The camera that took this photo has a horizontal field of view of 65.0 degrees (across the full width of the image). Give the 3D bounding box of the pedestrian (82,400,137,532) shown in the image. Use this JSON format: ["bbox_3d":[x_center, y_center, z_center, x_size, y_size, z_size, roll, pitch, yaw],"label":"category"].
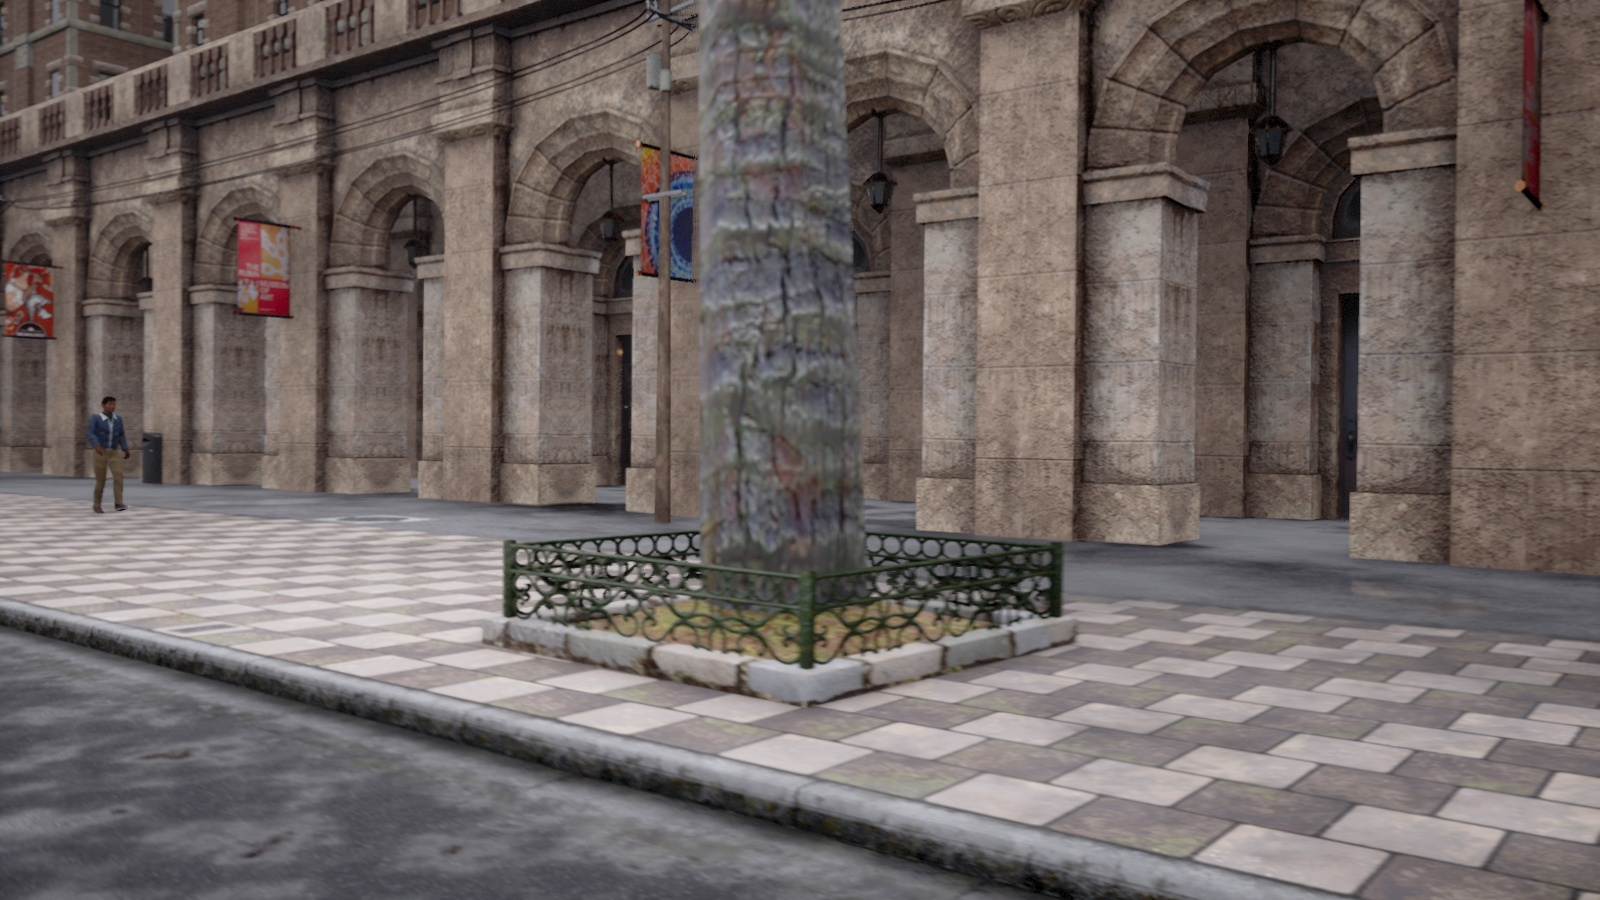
[{"bbox_3d":[-10.433,0.236,18.975,0.788,1.949,0.423,0,1,39],"label":"pedestrian"}]
